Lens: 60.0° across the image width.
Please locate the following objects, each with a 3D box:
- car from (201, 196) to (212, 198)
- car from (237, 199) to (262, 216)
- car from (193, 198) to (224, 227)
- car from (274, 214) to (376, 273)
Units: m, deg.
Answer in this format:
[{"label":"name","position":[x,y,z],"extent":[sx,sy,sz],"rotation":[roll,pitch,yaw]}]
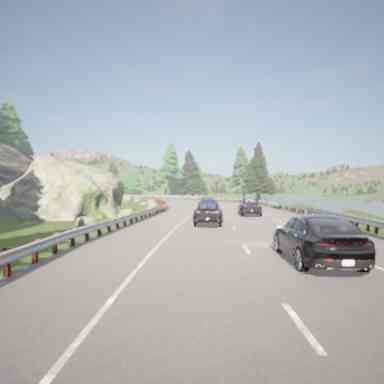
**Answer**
[{"label":"car","position":[1.777,1.291,41.384],"extent":[1.882,1.535,5.008],"rotation":[0,0,-3]},{"label":"car","position":[5.228,1.360,30.454],"extent":[2.128,1.511,4.902],"rotation":[0,0,3]},{"label":"car","position":[1.104,1.392,22.167],"extent":[2.128,1.511,4.902],"rotation":[0,0,4]},{"label":"car","position":[3.884,1.462,10.487],"extent":[1.837,1.490,4.892],"rotation":[0,0,2]}]
